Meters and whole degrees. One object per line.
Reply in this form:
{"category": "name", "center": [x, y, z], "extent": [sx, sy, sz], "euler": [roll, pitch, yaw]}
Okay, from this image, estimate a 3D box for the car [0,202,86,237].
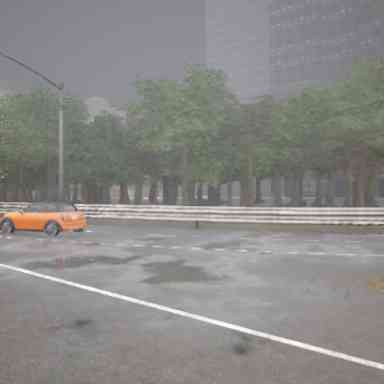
{"category": "car", "center": [-8.072, 1.345, 18.006], "extent": [4.553, 1.767, 2.097], "euler": [0, 0, 21]}
